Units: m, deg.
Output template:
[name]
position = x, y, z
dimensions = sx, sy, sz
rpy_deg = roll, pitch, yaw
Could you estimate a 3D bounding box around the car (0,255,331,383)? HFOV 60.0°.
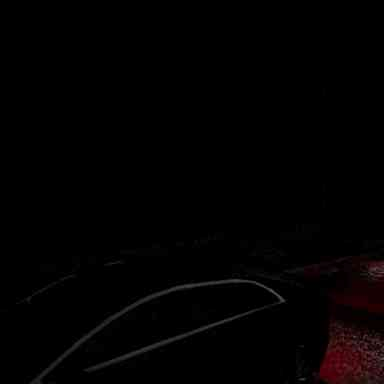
[car]
position = -0.652, 1.484, 3.214
dimensions = 4.902, 1.511, 2.128
rpy_deg = 0, 0, -36
